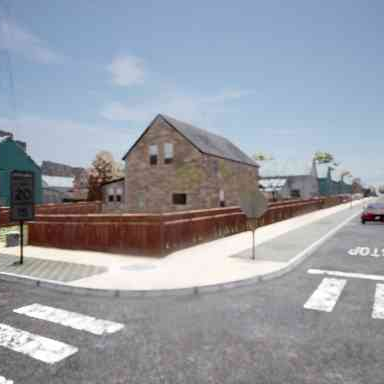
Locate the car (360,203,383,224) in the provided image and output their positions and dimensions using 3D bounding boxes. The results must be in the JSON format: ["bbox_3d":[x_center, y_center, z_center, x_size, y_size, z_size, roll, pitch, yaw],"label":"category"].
[{"bbox_3d":[12.872,1.464,23.022,1.994,1.385,4.181,-1,0,31],"label":"car"}]
